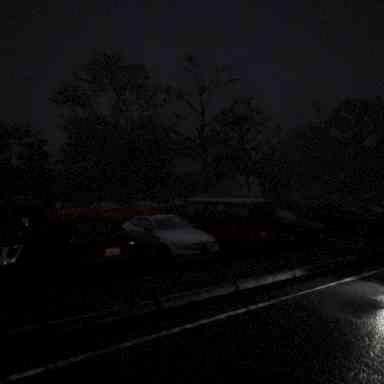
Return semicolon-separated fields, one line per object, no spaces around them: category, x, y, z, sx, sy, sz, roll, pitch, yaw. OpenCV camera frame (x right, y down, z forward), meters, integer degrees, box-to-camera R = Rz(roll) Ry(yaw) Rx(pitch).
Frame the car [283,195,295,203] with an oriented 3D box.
car;7.385;1.347;33.567;2.097;1.535;5.008;0;0;-35

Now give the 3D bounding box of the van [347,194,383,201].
van;12.651;1.138;21.111;1.878;1.987;4.442;0;0;-35

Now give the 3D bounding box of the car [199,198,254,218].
car;2.983;1.373;30.201;1.946;1.575;5.366;0;0;-35

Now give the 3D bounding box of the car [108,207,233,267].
car;-0.988;1.488;11.550;2.002;1.452;4.674;0;0;-35

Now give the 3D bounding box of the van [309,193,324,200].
van;11.820;1.156;36.861;1.878;1.987;4.442;1;0;-35

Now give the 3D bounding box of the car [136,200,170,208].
car;-3.893;1.418;25.527;2.097;1.535;5.008;0;0;-35

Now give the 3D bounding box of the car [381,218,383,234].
car;7.216;1.441;8.827;4.892;1.490;1.837;0;0;-35

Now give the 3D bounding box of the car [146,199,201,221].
car;-1.635;1.405;27.133;2.231;1.521;4.892;0;0;-35

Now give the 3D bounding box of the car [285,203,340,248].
car;3.534;1.420;14.772;2.097;1.535;5.008;0;0;-35

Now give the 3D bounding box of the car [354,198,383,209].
car;25.322;1.603;46.332;2.002;1.452;4.674;1;0;-35

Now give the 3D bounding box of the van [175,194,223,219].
van;0.549;1.164;28.839;1.878;1.987;4.442;0;0;-35

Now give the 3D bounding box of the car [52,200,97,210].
car;-8.392;1.321;22.292;2.185;1.767;4.553;0;0;-35

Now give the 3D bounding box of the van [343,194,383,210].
van;23.001;1.306;44.820;1.878;1.987;4.442;1;0;-35

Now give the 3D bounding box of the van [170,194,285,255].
van;1.207;1.208;13.252;1.878;1.987;4.442;0;0;-35

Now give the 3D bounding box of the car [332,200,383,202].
car;10.321;1.418;19.599;2.002;1.452;4.674;0;0;-35

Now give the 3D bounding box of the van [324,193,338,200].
van;13.975;1.185;38.395;1.878;1.987;4.442;1;0;-35

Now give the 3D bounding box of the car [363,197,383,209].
car;27.686;1.594;48.004;2.097;1.535;5.008;1;0;-35

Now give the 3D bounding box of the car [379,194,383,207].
car;32.215;1.404;51.201;2.435;2.045;5.566;1;0;-35

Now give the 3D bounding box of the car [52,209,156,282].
car;-3.265;1.492;9.962;2.163;1.488;4.792;0;0;-35

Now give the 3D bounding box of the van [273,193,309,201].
van;9.590;1.124;34.988;1.878;1.987;4.442;0;0;-35

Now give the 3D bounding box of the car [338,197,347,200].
car;16.316;1.190;39.883;2.435;2.045;5.566;1;0;-35

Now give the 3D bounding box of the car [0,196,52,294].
car;-5.494;1.225;8.304;2.435;2.045;5.566;0;0;-35

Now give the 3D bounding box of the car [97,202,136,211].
car;-6.252;1.433;23.848;2.097;1.535;5.008;0;0;-35

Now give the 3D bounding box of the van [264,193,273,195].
van;5.198;1.136;31.861;1.878;1.987;4.442;0;0;-35

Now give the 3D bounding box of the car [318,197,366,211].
car;18.659;1.472;41.579;2.097;1.535;5.008;1;0;-35

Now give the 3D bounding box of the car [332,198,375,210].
car;20.914;1.543;43.188;2.002;1.452;4.674;1;0;-35

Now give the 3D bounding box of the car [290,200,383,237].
car;8.077;1.421;17.962;2.163;1.488;4.792;0;0;-35

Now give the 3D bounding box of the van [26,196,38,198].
van;-10.735;1.234;20.807;1.878;1.987;4.442;0;0;-35
